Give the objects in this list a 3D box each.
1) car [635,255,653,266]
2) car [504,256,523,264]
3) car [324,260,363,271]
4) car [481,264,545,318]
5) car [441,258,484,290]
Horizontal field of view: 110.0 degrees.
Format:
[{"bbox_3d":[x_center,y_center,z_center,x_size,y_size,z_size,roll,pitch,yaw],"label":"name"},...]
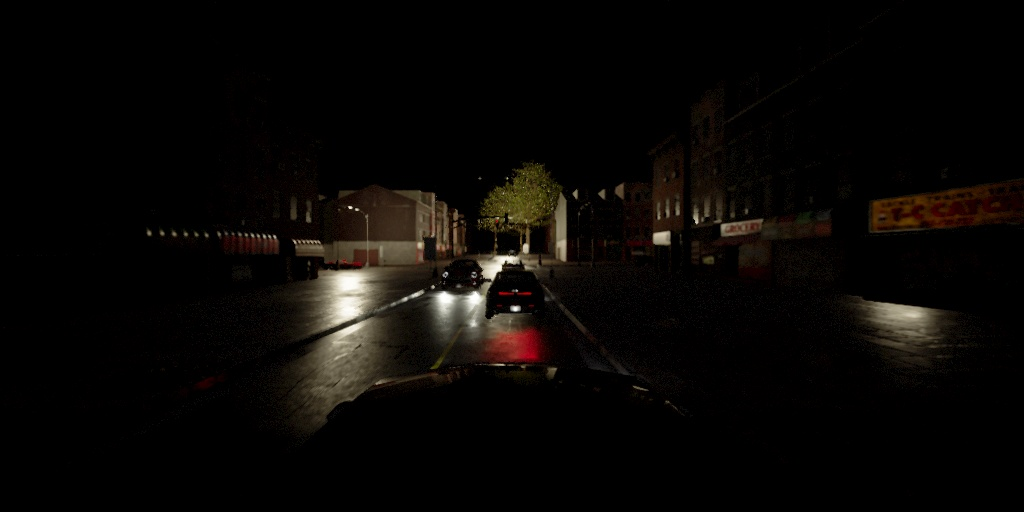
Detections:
[{"bbox_3d":[17.208,0.591,43.611,4.313,1.339,1.948,0,0,0],"label":"car"},{"bbox_3d":[0.095,1.030,28.656,2.128,1.511,4.902,0,1,0],"label":"car"},{"bbox_3d":[-20.373,1.129,43.470,4.507,1.381,1.888,0,0,0],"label":"car"},{"bbox_3d":[0.100,1.235,12.799,1.837,1.490,4.892,0,1,0],"label":"car"},{"bbox_3d":[-2.842,1.000,21.423,2.097,1.767,4.553,0,1,0],"label":"car"}]
